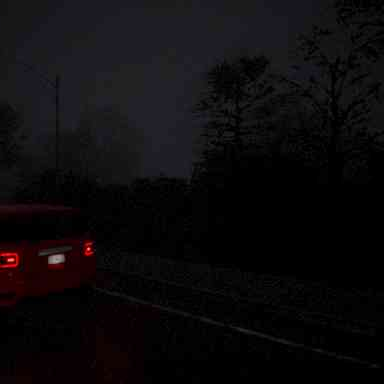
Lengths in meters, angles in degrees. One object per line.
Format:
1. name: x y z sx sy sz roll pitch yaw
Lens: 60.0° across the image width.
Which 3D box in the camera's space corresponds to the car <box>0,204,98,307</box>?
1. car: -4.412 1.284 7.645 5.566 2.045 2.150 0 0 41
